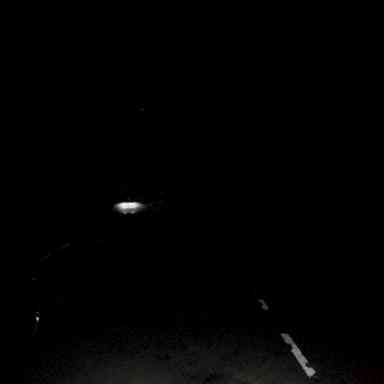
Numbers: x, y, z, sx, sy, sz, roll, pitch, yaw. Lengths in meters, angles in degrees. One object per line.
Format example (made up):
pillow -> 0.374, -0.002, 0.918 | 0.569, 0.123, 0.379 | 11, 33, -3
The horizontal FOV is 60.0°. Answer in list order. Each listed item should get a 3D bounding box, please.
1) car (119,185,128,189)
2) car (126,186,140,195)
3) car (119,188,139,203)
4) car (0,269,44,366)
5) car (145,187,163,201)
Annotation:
car -> -17.782, -1.067, 87.279 | 2.097, 1.767, 4.553 | -2, 3, -24
car -> -12.014, -0.035, 69.214 | 2.033, 1.411, 5.357 | -2, 2, -16
car -> -9.057, 0.672, 46.979 | 2.128, 1.511, 4.902 | -1, 2, -14
car -> -3.223, 1.540, 3.420 | 1.994, 1.385, 4.181 | 0, 0, -2
car -> -5.938, 0.203, 51.624 | 2.150, 2.045, 5.566 | -2, 2, -15
